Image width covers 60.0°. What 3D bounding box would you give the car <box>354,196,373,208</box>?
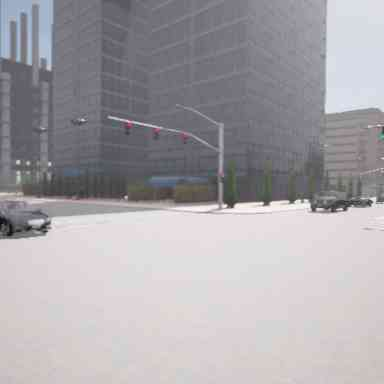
[{"bbox_3d":[20.933,1.205,41.333,1.895,1.301,4.718,1,1,41],"label":"car"}]

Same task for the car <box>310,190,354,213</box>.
[{"bbox_3d":[13.687,0.875,32.821,2.150,2.045,5.566,1,1,43],"label":"car"}]

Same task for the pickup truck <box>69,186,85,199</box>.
[{"bbox_3d":[-19.293,0.021,55.687,2.390,2.098,6.274,0,1,-20],"label":"pickup truck"}]

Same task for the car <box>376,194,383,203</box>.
[{"bbox_3d":[30.537,1.020,52.444,1.882,1.535,5.008,1,1,41],"label":"car"}]

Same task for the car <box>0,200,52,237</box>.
[{"bbox_3d":[-8.504,1.164,15.818,4.902,1.511,2.128,1,1,40],"label":"car"}]
